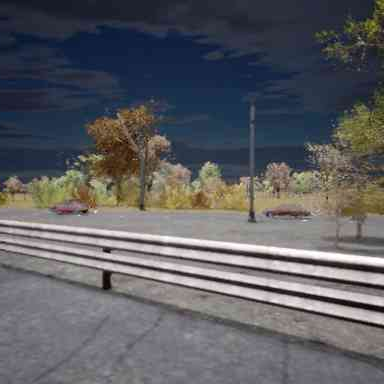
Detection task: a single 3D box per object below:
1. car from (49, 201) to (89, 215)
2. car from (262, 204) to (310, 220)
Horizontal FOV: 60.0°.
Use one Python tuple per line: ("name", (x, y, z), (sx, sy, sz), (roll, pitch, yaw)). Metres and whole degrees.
("car", (-13.804, 1.747, 37.507), (4.181, 1.385, 1.994), (0, 0, 10))
("car", (9.430, 1.907, 33.470), (4.674, 1.442, 1.812), (0, 0, 10))
